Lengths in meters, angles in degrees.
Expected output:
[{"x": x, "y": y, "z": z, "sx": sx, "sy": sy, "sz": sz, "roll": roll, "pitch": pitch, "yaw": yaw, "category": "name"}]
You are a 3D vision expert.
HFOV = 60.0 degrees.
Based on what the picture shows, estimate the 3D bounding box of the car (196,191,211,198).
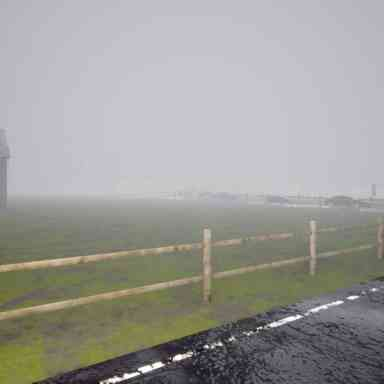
[{"x": 2.729, "y": 0.597, "z": 65.443, "sx": 1.837, "sy": 1.490, "sz": 4.892, "roll": 0, "pitch": 1, "yaw": -35, "category": "car"}]

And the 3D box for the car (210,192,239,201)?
[{"x": 5.689, "y": 0.736, "z": 55.065, "sx": 1.882, "sy": 1.535, "sz": 5.008, "roll": 0, "pitch": 1, "yaw": -35, "category": "car"}]

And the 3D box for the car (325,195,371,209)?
[{"x": 17.774, "y": 1.112, "z": 38.108, "sx": 1.882, "sy": 1.535, "sz": 5.008, "roll": 0, "pitch": 1, "yaw": -35, "category": "car"}]

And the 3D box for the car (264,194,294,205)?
[{"x": 12.059, "y": 1.020, "z": 46.141, "sx": 1.994, "sy": 1.385, "sz": 4.181, "roll": 0, "pitch": 1, "yaw": -34, "category": "car"}]

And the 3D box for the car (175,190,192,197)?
[{"x": -1.836, "y": 0.362, "z": 71.785, "sx": 1.837, "sy": 1.490, "sz": 4.892, "roll": 0, "pitch": 1, "yaw": -36, "category": "car"}]
